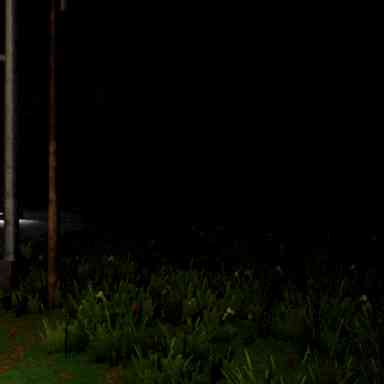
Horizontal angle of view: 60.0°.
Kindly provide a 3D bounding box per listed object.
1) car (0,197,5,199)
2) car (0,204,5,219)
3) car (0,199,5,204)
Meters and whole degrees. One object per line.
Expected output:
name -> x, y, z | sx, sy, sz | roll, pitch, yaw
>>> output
car -> -24.786, 1.479, 42.767 | 4.892, 1.490, 1.837 | 0, 0, 41
car -> -12.508, 1.574, 18.700 | 1.895, 1.301, 4.718 | 0, 0, -13
car -> -16.100, 1.537, 28.019 | 1.994, 1.385, 4.181 | 0, 0, -33
